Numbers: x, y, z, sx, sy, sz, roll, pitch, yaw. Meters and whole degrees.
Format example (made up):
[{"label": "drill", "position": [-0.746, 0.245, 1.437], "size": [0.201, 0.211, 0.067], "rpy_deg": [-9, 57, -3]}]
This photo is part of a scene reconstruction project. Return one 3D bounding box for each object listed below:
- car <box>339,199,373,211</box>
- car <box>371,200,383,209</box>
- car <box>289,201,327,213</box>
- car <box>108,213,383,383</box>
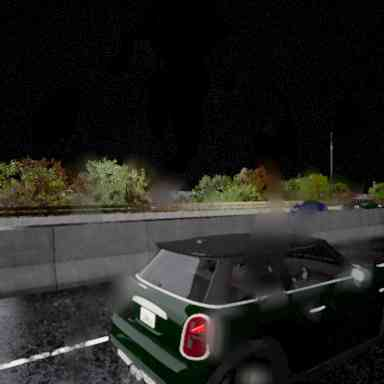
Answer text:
[{"label": "car", "position": [16.614, 1.455, 33.095], "size": [4.553, 1.767, 2.097], "rpy_deg": [0, 0, -35]}, {"label": "car", "position": [18.655, 1.608, 30.252], "size": [4.892, 1.490, 1.837], "rpy_deg": [0, 0, -35]}, {"label": "car", "position": [12.013, 1.617, 34.140], "size": [4.674, 1.442, 1.812], "rpy_deg": [0, 0, -35]}, {"label": "car", "position": [1.245, 1.362, 4.802], "size": [4.553, 1.767, 2.097], "rpy_deg": [0, 0, -36]}]
